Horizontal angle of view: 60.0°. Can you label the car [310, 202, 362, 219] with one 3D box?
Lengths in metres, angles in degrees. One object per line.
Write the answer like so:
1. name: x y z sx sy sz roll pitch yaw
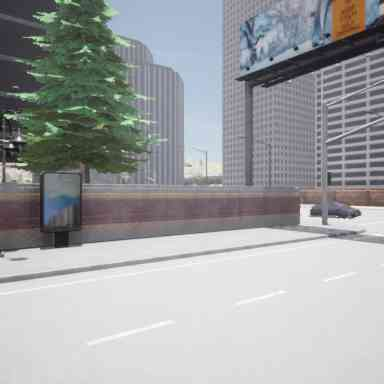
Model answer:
1. car: 12.453 1.563 29.027 1.994 1.385 4.181 0 0 -35
